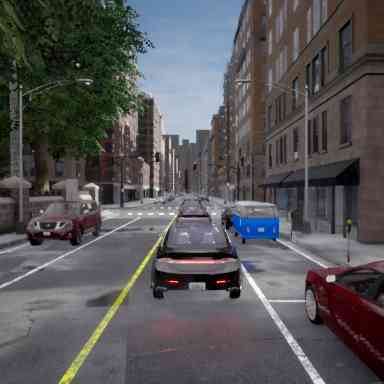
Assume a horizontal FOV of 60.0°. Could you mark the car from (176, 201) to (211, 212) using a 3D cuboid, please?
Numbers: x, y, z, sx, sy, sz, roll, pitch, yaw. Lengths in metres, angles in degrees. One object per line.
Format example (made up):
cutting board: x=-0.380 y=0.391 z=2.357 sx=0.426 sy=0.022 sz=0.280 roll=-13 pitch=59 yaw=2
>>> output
car: x=0.094 y=1.485 z=18.390 sx=2.128 sy=1.511 sz=4.902 roll=0 pitch=0 yaw=0

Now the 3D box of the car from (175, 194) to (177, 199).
car: x=-5.690 y=1.497 z=86.450 sx=2.008 sy=1.369 sz=4.403 roll=0 pitch=0 yaw=0

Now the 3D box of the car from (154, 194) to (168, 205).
car: x=-5.684 y=1.480 z=59.026 sx=1.752 sy=1.417 sz=4.829 roll=0 pitch=0 yaw=0

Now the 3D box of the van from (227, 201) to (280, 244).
van: x=2.851 y=1.336 z=15.549 sx=1.690 sy=1.788 sz=3.998 roll=0 pitch=0 yaw=0

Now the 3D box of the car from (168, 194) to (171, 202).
car: x=-5.685 y=1.502 z=64.647 sx=2.008 sy=1.369 sz=4.403 roll=0 pitch=0 yaw=0

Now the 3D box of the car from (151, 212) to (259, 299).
car: x=0.098 y=1.490 z=8.450 sx=2.128 sy=1.511 sz=4.902 roll=0 pitch=0 yaw=0

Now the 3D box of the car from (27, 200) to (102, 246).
car: x=-5.674 y=1.310 z=15.507 sx=2.192 sy=1.841 sz=5.009 roll=0 pitch=0 yaw=0

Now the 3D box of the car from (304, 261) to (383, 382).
car: x=2.853 y=1.544 z=4.228 sx=1.887 sy=1.381 sz=4.507 roll=0 pitch=0 yaw=0

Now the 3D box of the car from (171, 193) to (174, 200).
car: x=-5.687 y=1.492 z=75.549 sx=1.887 sy=1.381 sz=4.507 roll=0 pitch=0 yaw=0

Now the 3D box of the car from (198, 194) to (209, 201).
car: x=2.837 y=1.387 z=75.586 sx=1.967 sy=1.590 sz=4.097 roll=0 pitch=0 yaw=0

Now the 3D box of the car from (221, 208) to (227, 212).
car: x=2.850 y=1.558 z=21.210 sx=1.947 sy=1.339 sz=4.313 roll=0 pitch=0 yaw=0

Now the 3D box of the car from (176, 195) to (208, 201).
car: x=-0.008 y=1.338 z=27.567 sx=2.097 sy=1.767 sz=4.553 roll=0 pitch=0 yaw=0

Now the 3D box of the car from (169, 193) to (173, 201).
car: x=-5.686 y=1.494 z=70.098 sx=1.887 sy=1.381 sz=4.507 roll=0 pitch=0 yaw=0
